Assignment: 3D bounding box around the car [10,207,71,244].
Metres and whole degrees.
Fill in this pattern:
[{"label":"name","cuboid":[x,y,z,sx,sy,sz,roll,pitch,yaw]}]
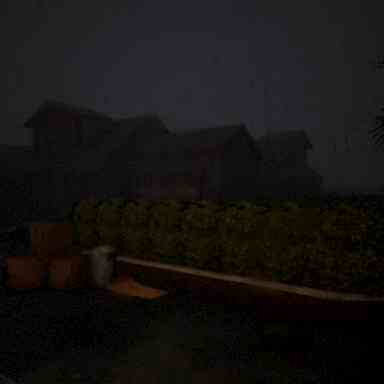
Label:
[{"label":"car","cuboid":[-4.301,1.275,13.549,2.033,1.415,5.357,1,0,38]}]
